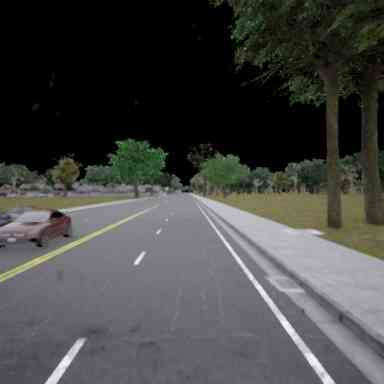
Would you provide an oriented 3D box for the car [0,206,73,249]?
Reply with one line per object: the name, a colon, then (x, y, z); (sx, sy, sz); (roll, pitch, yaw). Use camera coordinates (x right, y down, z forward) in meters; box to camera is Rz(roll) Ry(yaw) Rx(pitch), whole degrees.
car: (-6.751, 1.508, 14.735); (1.812, 1.442, 4.674); (0, 0, -1)
